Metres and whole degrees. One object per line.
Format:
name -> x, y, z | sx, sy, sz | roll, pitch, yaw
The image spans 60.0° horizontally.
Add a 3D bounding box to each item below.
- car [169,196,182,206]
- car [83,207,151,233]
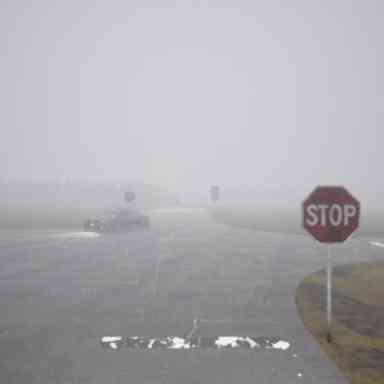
car -> -2.860, 1.498, 59.228 | 2.097, 1.767, 4.553 | 0, -1, 0
car -> -4.351, 1.591, 19.801 | 1.994, 1.385, 4.181 | 2, 1, 33
